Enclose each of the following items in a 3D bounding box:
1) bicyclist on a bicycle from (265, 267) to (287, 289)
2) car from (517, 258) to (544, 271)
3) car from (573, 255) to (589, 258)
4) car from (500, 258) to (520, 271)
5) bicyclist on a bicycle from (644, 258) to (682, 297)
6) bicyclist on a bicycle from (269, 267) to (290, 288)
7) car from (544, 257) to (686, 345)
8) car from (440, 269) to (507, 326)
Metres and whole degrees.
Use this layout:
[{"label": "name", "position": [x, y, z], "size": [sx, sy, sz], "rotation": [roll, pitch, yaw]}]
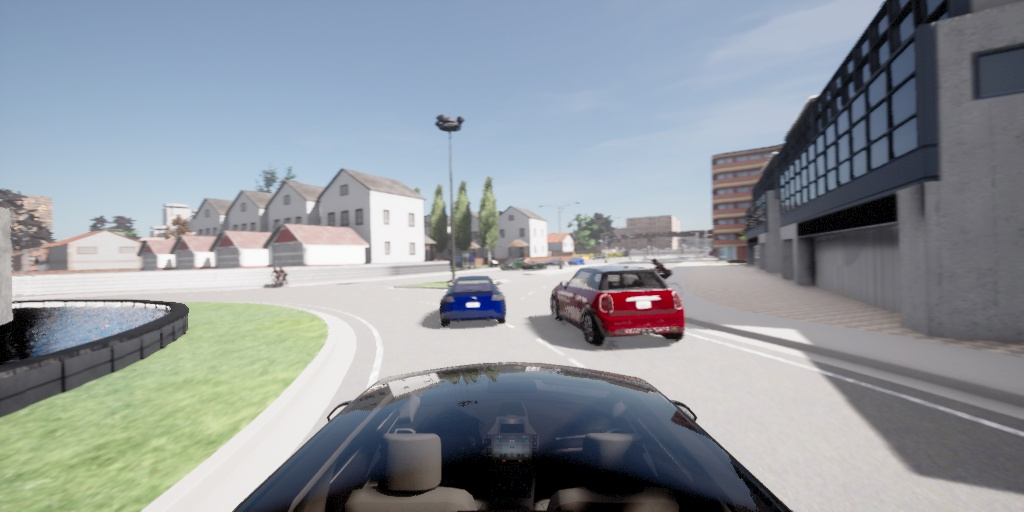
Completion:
[{"label": "bicyclist on a bicycle", "position": [-18.491, 1.697, 28.119], "size": [0.582, 1.620, 1.656], "rotation": [-2, 0, 2]}, {"label": "car", "position": [2.957, 1.259, 46.877], "size": [1.895, 1.301, 4.718], "rotation": [-2, 0, 29]}, {"label": "car", "position": [11.104, 0.912, 61.867], "size": [1.882, 1.535, 5.008], "rotation": [-2, 0, 29]}, {"label": "car", "position": [0.165, 1.086, 49.069], "size": [2.097, 1.767, 4.553], "rotation": [-2, 0, 29]}, {"label": "bicyclist on a bicycle", "position": [5.526, 0.900, 13.473], "size": [1.656, 1.620, 0.582], "rotation": [-1, 0, 6]}, {"label": "bicyclist on a bicycle", "position": [-17.991, 1.683, 28.099], "size": [0.582, 1.620, 1.656], "rotation": [-2, 0, 3]}, {"label": "car", "position": [2.465, 1.033, 9.533], "size": [2.097, 1.767, 4.553], "rotation": [-2, 0, -7]}, {"label": "car", "position": [-1.247, 1.345, 12.045], "size": [1.994, 1.385, 4.181], "rotation": [-2, 0, -5]}]
